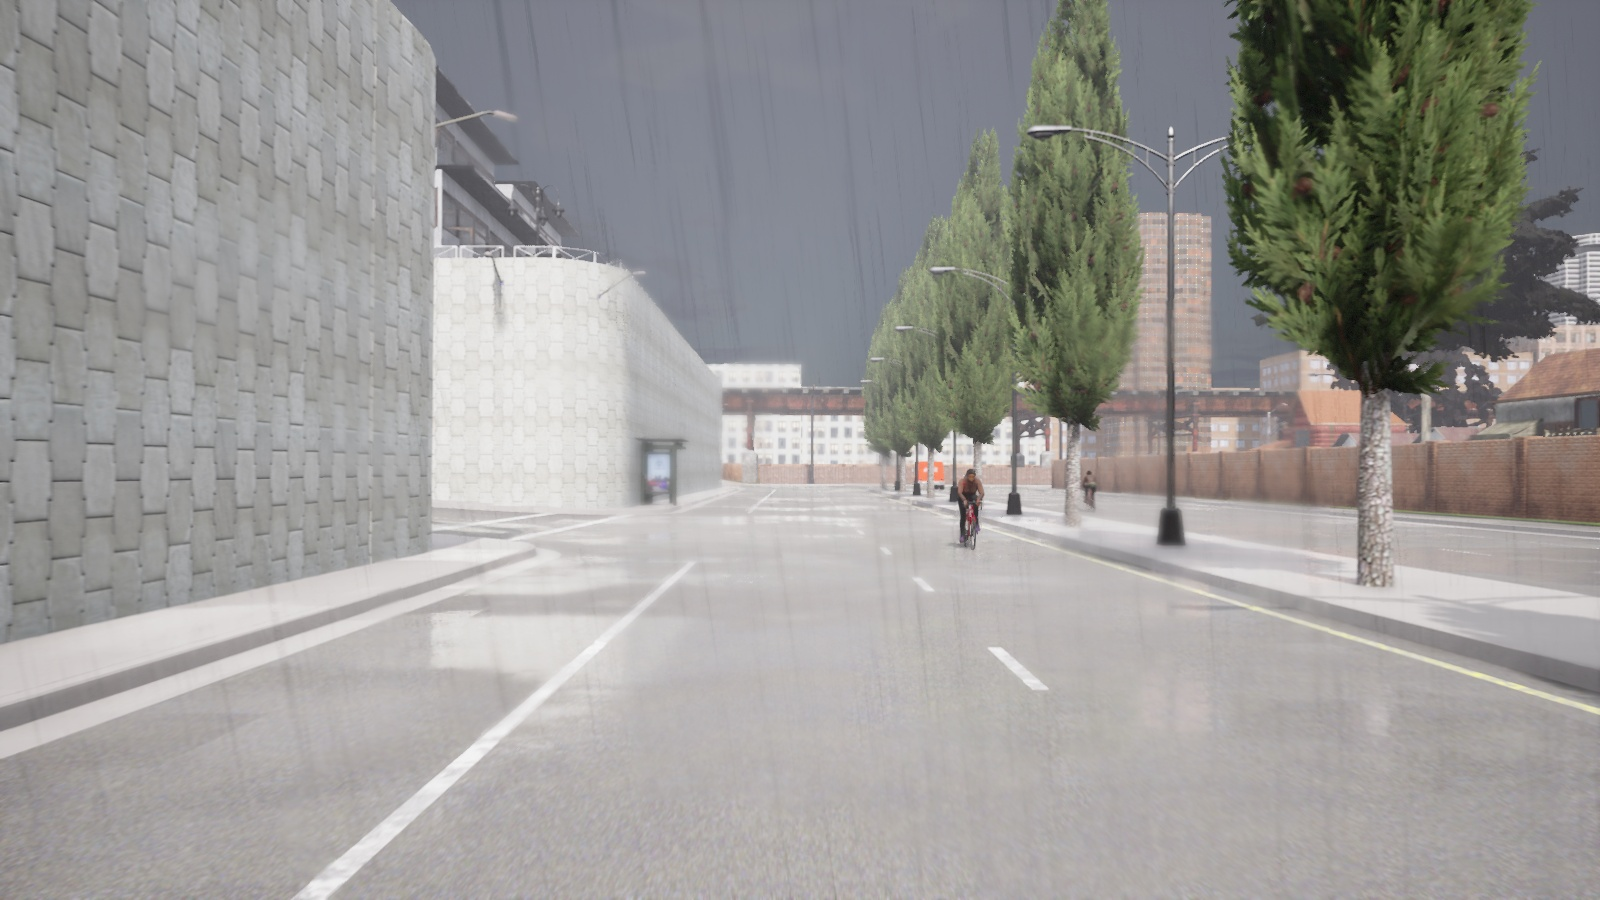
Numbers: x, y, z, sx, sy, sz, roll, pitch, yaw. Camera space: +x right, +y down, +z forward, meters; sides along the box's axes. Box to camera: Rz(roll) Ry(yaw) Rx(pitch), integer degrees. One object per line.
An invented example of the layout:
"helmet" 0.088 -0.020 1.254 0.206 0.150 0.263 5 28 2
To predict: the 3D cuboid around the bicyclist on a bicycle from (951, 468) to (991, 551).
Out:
"bicyclist on a bicycle" 3.438 1.178 25.348 0.582 1.620 1.656 0 -1 0
